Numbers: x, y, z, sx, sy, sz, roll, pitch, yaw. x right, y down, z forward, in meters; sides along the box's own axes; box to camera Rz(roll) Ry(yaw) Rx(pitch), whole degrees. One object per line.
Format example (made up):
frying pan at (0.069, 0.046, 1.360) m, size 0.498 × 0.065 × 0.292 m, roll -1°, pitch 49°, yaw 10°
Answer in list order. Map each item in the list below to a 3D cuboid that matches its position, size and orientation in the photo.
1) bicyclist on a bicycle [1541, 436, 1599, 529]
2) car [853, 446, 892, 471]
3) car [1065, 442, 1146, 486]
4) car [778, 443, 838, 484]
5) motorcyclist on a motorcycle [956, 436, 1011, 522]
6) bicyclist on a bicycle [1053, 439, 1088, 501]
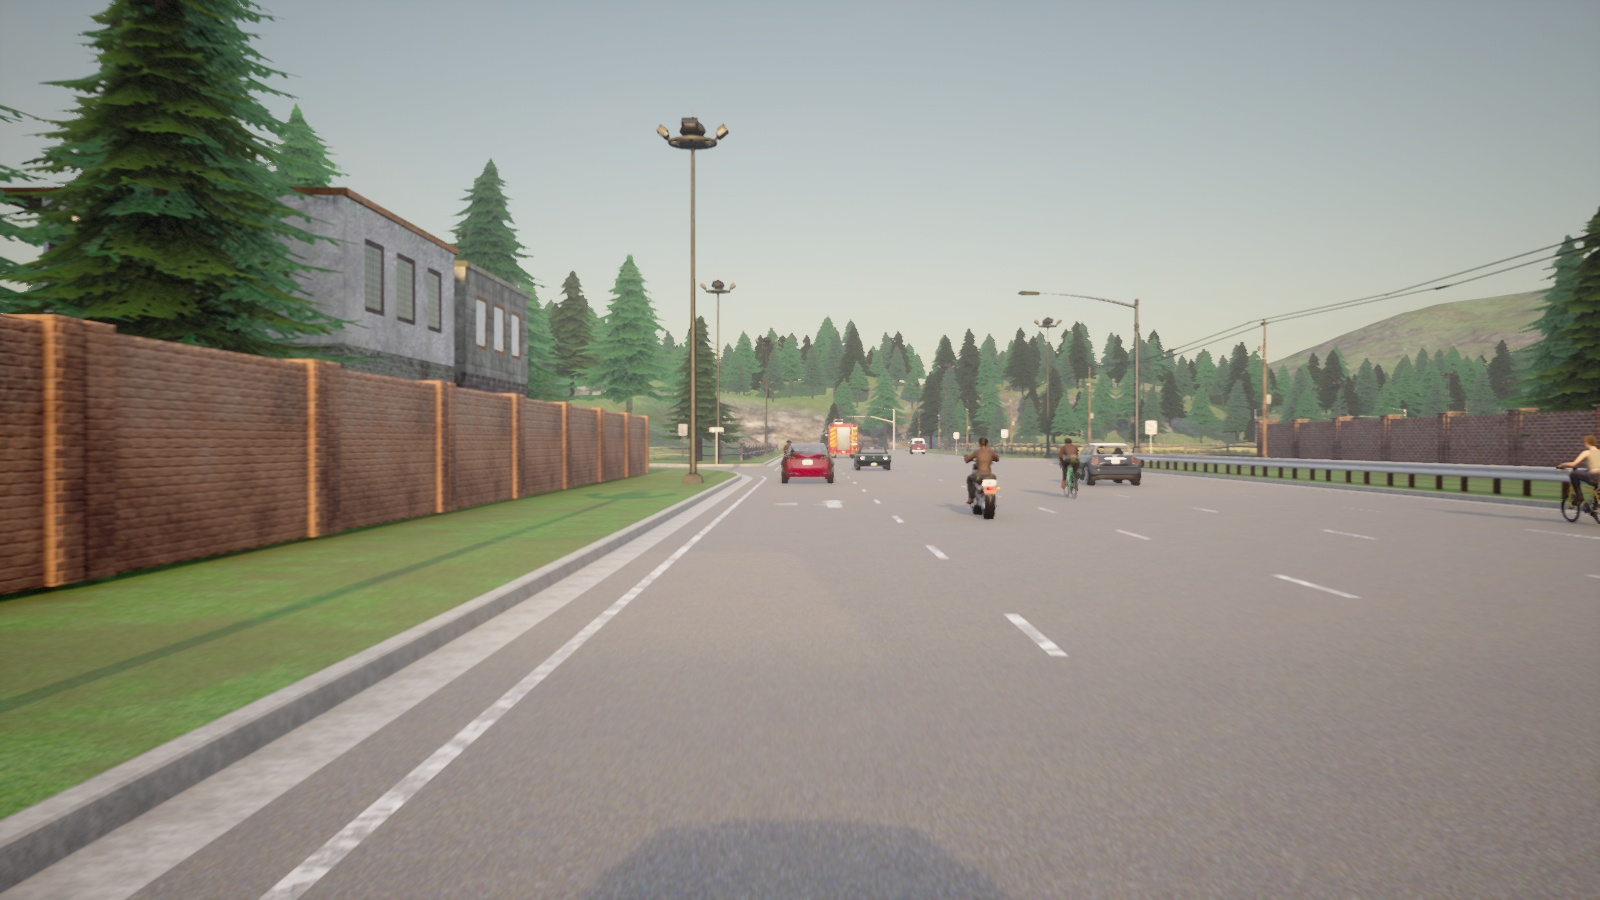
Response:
bicyclist on a bicycle at (14.139, 0.566, 22.484) m, size 0.866 × 1.612 × 1.509 m, roll 0°, pitch 0°, yaw 1°
car at (3.915, 0.460, 68.280) m, size 1.895 × 1.301 × 4.718 m, roll 0°, pitch 0°, yaw 0°
car at (10.776, 0.466, 44.578) m, size 1.970 × 1.475 × 3.806 m, roll 0°, pitch 0°, yaw 0°
car at (0.283, 0.476, 47.436) m, size 2.163 × 1.488 × 4.792 m, roll 0°, pitch 0°, yaw 0°
motorcyclist on a motorcycle at (3.663, 0.556, 25.194) m, size 0.766 × 1.649 × 2.350 m, roll 0°, pitch 0°, yaw 0°
bicyclist on a bicycle at (7.211, 0.514, 33.497) m, size 0.582 × 1.620 × 1.656 m, roll 0°, pitch 0°, yaw 0°
